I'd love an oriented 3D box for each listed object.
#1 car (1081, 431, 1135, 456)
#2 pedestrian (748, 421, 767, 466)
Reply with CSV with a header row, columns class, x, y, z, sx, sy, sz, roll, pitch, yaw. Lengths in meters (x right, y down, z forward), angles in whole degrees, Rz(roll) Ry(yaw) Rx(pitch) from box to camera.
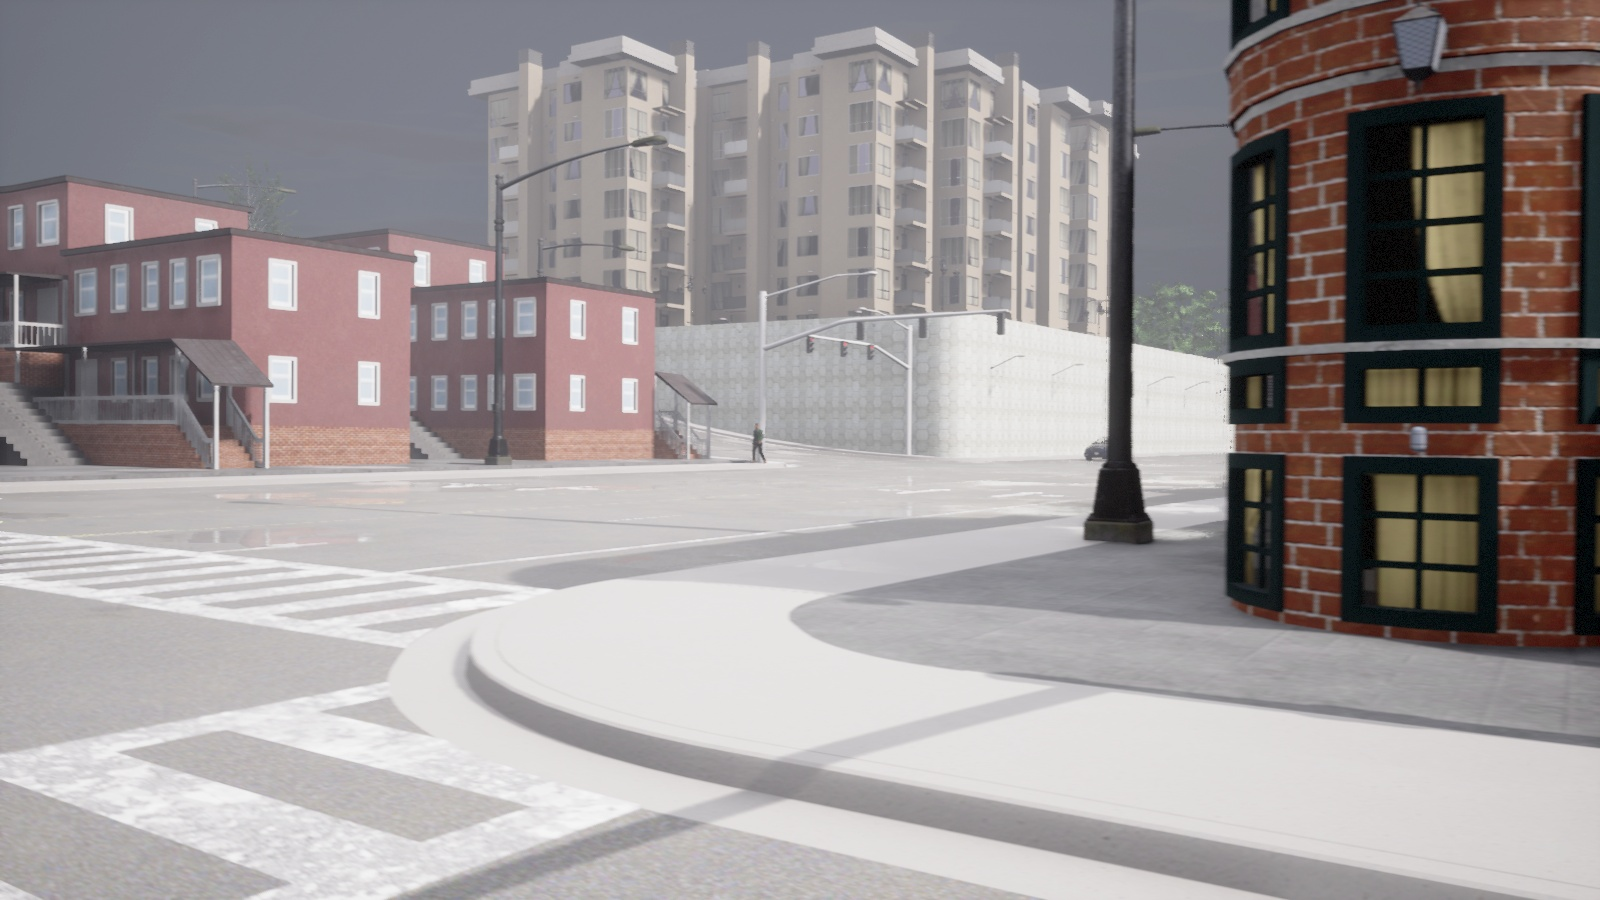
class,x,y,z,sx,sy,sz,roll,pitch,yaw
car,18.588,-0.413,75.613,1.816,1.474,4.193,0,1,34
pedestrian,-1.846,-0.296,54.863,0.423,1.949,0.788,0,1,35
